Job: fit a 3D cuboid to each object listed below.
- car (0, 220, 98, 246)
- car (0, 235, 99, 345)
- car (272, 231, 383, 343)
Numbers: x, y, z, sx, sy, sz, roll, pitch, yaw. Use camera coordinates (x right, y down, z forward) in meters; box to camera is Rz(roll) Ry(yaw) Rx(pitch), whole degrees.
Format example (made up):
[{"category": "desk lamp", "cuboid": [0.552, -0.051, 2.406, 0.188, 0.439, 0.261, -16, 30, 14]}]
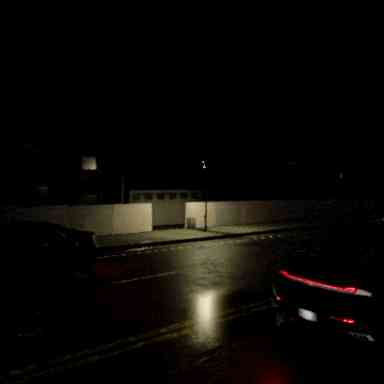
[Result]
[{"category": "car", "cuboid": [-4.807, 1.503, 8.240, 4.892, 1.490, 1.837, 0, 0, -36]}, {"category": "car", "cuboid": [-3.985, 1.603, 4.831, 4.718, 1.301, 1.895, 0, 0, -36]}, {"category": "car", "cuboid": [3.557, 1.472, 5.994, 4.902, 1.511, 2.128, 0, 0, -36]}]
